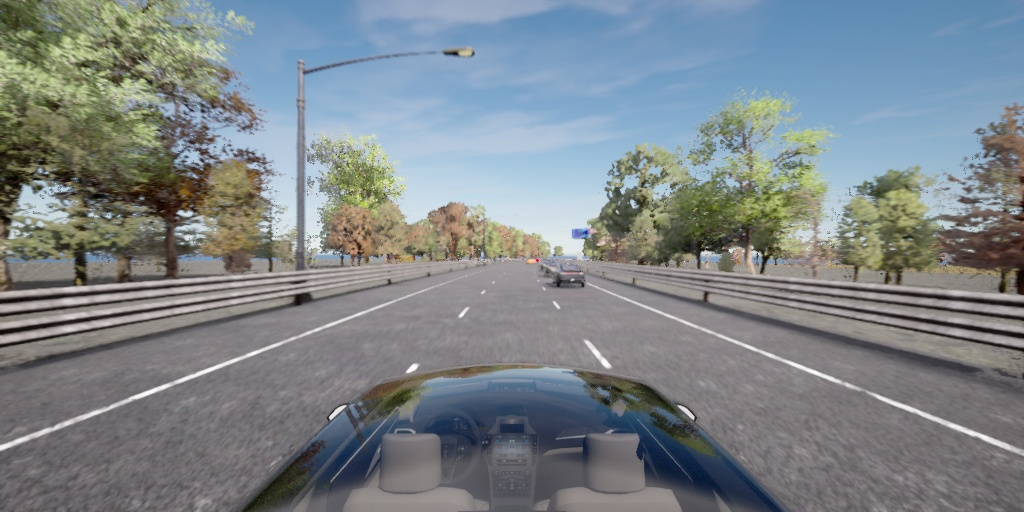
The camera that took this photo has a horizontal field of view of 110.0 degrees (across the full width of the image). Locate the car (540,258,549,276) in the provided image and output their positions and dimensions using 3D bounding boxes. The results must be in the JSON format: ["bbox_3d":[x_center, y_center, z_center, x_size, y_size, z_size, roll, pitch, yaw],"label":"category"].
[{"bbox_3d":[4.141,1.272,35.283,2.128,1.511,4.902,0,0,2],"label":"car"}]

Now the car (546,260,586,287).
[{"bbox_3d":[3.772,1.266,24.412,2.128,1.511,4.902,0,0,2],"label":"car"}]

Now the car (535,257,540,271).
[{"bbox_3d":[4.564,1.284,46.452,2.128,1.511,4.902,0,0,-1],"label":"car"}]
